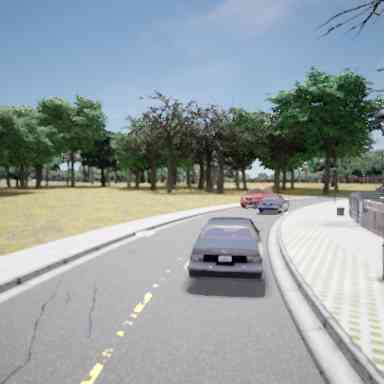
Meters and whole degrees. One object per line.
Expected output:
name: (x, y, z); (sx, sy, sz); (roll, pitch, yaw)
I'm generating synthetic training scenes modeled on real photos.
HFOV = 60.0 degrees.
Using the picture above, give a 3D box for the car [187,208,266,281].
car: (1.104, 1.432, 9.618); (2.033, 1.411, 5.357); (0, 1, 9)

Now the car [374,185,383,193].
car: (37.011, -0.420, 63.161); (5.566, 2.045, 2.150); (-1, 0, -30)

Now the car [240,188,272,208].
car: (6.807, 0.585, 34.369); (2.150, 2.045, 5.566); (0, 1, 30)

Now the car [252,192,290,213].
car: (7.115, 1.012, 28.686); (2.033, 1.411, 5.357); (0, 1, 25)
